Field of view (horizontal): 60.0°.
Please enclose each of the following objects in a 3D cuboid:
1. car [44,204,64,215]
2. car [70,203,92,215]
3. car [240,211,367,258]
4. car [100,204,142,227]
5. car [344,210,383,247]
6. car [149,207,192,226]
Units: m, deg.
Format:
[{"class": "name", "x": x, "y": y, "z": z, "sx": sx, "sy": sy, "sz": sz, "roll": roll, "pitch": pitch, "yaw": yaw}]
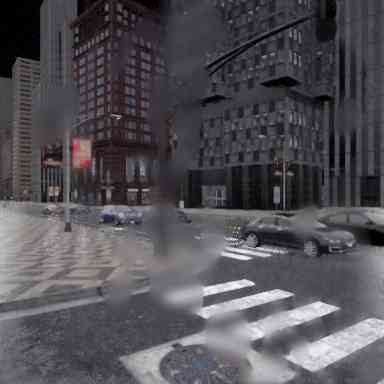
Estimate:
[{"class": "car", "x": -19.094, "y": 2.422, "z": 45.962, "sx": 1.812, "sy": 1.442, "sz": 4.674, "roll": 0, "pitch": -1, "yaw": -35}, {"class": "car", "x": -15.624, "y": 2.369, "z": 46.677, "sx": 1.837, "sy": 1.490, "sz": 4.892, "roll": 0, "pitch": -1, "yaw": -35}, {"class": "car", "x": 4.097, "y": 1.650, "z": 13.555, "sx": 1.837, "sy": 1.490, "sz": 4.892, "roll": 0, "pitch": -1, "yaw": -36}, {"class": "car", "x": -5.887, "y": 1.816, "z": 27.457, "sx": 2.097, "sy": 1.767, "sz": 4.553, "roll": 0, "pitch": -1, "yaw": -36}, {"class": "car", "x": 7.452, "y": 1.577, "z": 14.437, "sx": 1.882, "sy": 1.535, "sz": 5.008, "roll": -1, "pitch": -1, "yaw": -36}, {"class": "car", "x": -1.817, "y": 1.975, "z": 27.362, "sx": 1.994, "sy": 1.385, "sz": 4.181, "roll": 0, "pitch": -1, "yaw": -36}]
